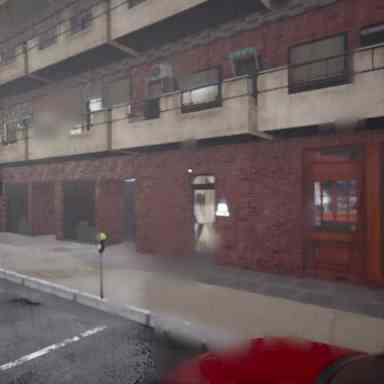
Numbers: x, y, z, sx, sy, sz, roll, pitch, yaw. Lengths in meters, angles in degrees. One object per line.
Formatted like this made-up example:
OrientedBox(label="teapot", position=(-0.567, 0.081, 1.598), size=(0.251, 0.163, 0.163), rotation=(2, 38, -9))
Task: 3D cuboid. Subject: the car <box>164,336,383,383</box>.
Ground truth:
OrientedBox(label="car", position=(1.762, 1.548, 1.632), size=(4.507, 1.381, 1.887), rotation=(0, -1, 35))
